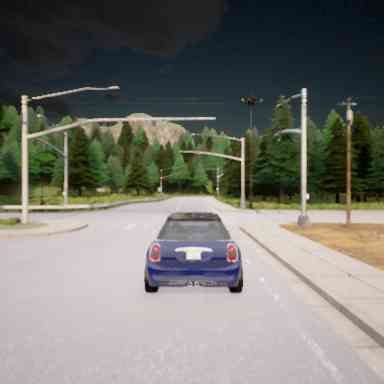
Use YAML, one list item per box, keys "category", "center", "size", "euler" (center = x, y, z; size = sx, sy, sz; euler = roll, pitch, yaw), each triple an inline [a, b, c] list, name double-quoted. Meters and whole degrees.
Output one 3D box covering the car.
- category: "car"
  center: [0.053, 1.281, 8.839]
  size: [2.097, 1.767, 4.553]
  euler: [0, 1, 1]
